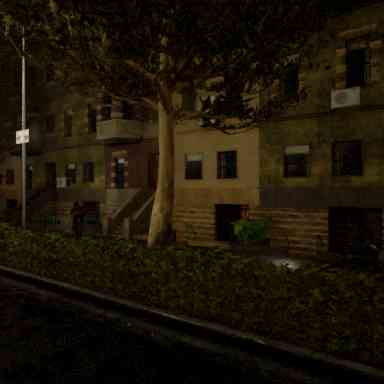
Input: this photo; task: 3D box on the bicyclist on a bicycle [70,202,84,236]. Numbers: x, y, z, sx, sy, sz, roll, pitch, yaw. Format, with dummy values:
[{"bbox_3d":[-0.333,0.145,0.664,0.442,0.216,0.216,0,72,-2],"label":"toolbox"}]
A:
[{"bbox_3d":[-5.357,1.302,15.572,0.582,1.620,1.656,0,-2,-36],"label":"bicyclist on a bicycle"}]
